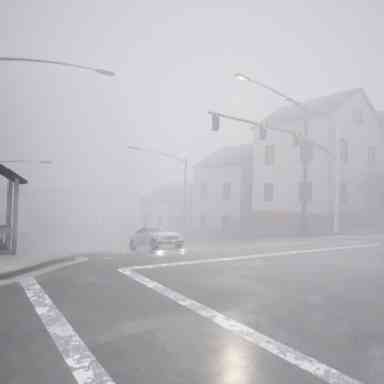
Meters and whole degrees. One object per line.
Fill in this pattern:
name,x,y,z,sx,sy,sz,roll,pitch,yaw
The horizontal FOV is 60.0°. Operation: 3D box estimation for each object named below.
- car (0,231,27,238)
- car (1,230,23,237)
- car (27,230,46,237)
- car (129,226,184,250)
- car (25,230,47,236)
car,-42.339,9.965,78.393,2.038,1.542,4.974,1,-1,19
car,-42.318,9.809,78.445,1.853,1.218,4.536,1,-1,19
car,-38.390,10.156,82.106,4.974,1.542,2.038,2,-1,-6
car,-2.348,2.815,20.539,1.812,1.442,4.674,2,-10,-34
car,-38.437,9.997,82.104,4.536,1.218,1.853,2,-1,-6
